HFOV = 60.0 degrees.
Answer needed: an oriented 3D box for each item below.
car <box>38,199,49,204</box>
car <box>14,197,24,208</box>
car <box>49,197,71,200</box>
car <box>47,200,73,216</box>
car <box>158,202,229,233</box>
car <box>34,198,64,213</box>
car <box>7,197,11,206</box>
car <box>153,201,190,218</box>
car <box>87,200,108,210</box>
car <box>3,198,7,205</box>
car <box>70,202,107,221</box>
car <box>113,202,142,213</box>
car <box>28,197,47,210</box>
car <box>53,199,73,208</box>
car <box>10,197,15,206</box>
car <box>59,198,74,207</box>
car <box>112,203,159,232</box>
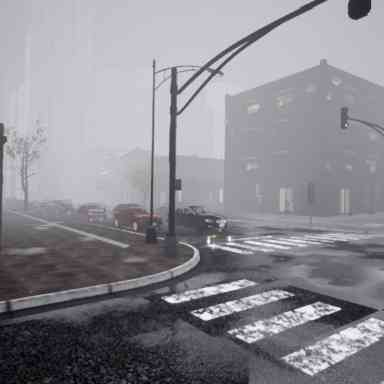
[{"bbox_3d":[-38.011,2.402,85.149,1.752,1.417,4.829,1,-1,-35],"label":"car"},{"bbox_3d":[-29.113,2.012,57.785,1.887,1.381,4.507,1,-1,-35],"label":"car"},{"bbox_3d":[-19.531,1.912,48.782,1.837,1.490,4.892,1,-2,-35],"label":"car"},{"bbox_3d":[-13.741,1.791,35.585,1.947,1.339,4.313,1,-1,-35],"label":"car"},{"bbox_3d":[0.247,1.592,20.335,2.128,1.511,4.902,1,-1,-35],"label":"car"},{"bbox_3d":[-18.041,1.843,41.785,2.008,1.369,4.403,1,-1,-35],"label":"car"},{"bbox_3d":[-35.272,2.131,66.607,1.947,1.339,4.313,1,-1,-35],"label":"car"},{"bbox_3d":[-2.134,1.761,34.060,1.967,1.590,4.097,1,-1,-35],"label":"car"},{"bbox_3d":[-14.820,2.038,52.098,1.752,1.417,4.829,1,-1,-35],"label":"car"},{"bbox_3d":[-38.441,1.930,71.144,2.192,1.841,5.009,1,-1,-35],"label":"car"},{"bbox_3d":[-8.584,1.729,28.207,1.802,1.307,4.206,1,-1,-35],"label":"car"},{"bbox_3d":[-8.338,1.965,42.921,2.008,1.369,4.403,1,-1,-35],"label":"car"},{"bbox_3d":[-22.718,1.891,48.546,1.752,1.417,4.829,1,-1,-35],"label":"car"},{"bbox_3d":[-23.032,2.048,59.227,2.128,1.511,4.902,1,-1,-35],"label":"car"},{"bbox_3d":[-32.101,2.081,62.072,1.947,1.339,4.313,1,-1,-35],"label":"car"},{"bbox_3d":[-25.233,2.114,66.872,1.967,1.590,4.097,1,-1,-35],"label":"car"},{"bbox_3d":[-3.426,1.615,20.831,1.887,1.381,4.507,1,-1,-35],"label":"car"}]
